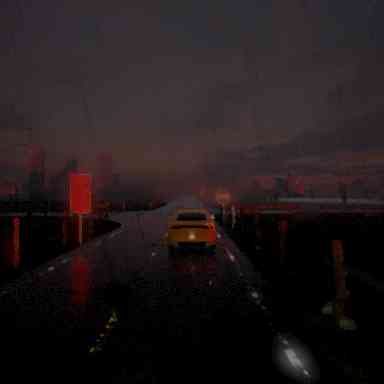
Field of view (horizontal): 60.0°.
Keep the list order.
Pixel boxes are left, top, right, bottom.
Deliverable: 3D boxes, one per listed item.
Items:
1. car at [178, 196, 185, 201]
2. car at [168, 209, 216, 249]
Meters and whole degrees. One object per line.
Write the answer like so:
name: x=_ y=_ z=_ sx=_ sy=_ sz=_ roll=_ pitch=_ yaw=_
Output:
car: x=-2.750 y=1.707 z=89.132 sx=2.033 sy=1.411 sz=5.357 roll=0 pitch=0 yaw=0
car: x=0.000 y=1.492 z=14.650 sx=1.882 sy=1.535 sz=5.008 roll=0 pitch=0 yaw=0
